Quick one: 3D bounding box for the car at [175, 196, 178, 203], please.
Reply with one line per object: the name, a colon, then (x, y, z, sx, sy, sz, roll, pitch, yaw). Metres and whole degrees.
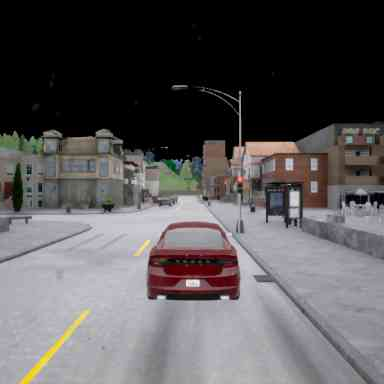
car: (-4.069, 1.601, 61.293, 1.895, 1.301, 4.718, 0, 0, 0)

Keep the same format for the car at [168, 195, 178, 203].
car: (-4.011, 1.500, 71.661, 1.837, 1.490, 4.892, 0, 0, 0)

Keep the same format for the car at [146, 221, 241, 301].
car: (0.049, 1.478, 8.416, 1.882, 1.535, 5.008, 0, 0, 1)

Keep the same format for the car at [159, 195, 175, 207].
car: (-4.108, 1.505, 51.988, 1.837, 1.490, 4.892, 0, 0, 0)
